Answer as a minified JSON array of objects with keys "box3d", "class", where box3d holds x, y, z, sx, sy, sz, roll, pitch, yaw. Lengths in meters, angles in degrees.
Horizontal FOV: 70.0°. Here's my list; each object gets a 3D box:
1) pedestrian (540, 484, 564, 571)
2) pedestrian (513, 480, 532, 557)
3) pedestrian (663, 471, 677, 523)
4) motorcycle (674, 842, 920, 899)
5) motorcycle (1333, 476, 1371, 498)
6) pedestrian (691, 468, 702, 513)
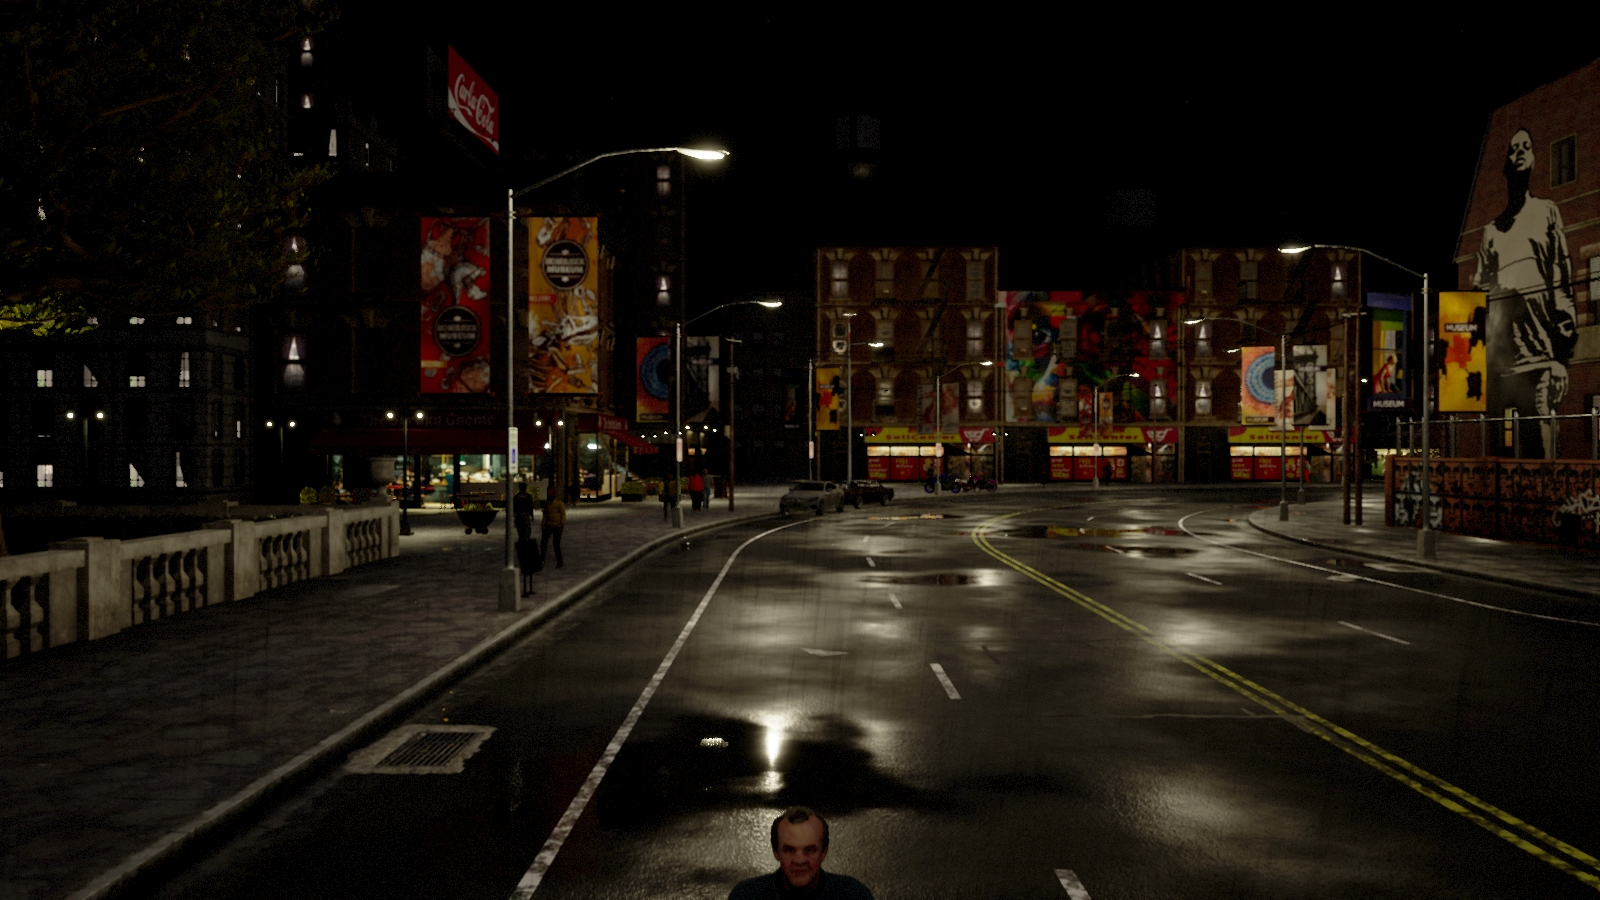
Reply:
[{"box3d":[-5.398,1.680,24.864,0.375,1.860,0.375,0,0,19],"class":"pedestrian"},{"box3d":[-6.835,1.678,28.135,0.375,1.860,0.375,0,0,-2],"class":"pedestrian"},{"box3d":[-4.655,1.671,40.860,0.375,1.860,0.375,0,0,19],"class":"pedestrian"},{"box3d":[-0.010,2.178,3.659,0.856,1.236,1.805,0,0,0],"class":"motorcycle"},{"box3d":[32.194,2.141,66.703,1.805,1.236,0.856,0,0,0],"class":"motorcycle"},{"box3d":[-4.310,1.667,47.408,0.375,1.860,0.375,0,0,7],"class":"pedestrian"}]
